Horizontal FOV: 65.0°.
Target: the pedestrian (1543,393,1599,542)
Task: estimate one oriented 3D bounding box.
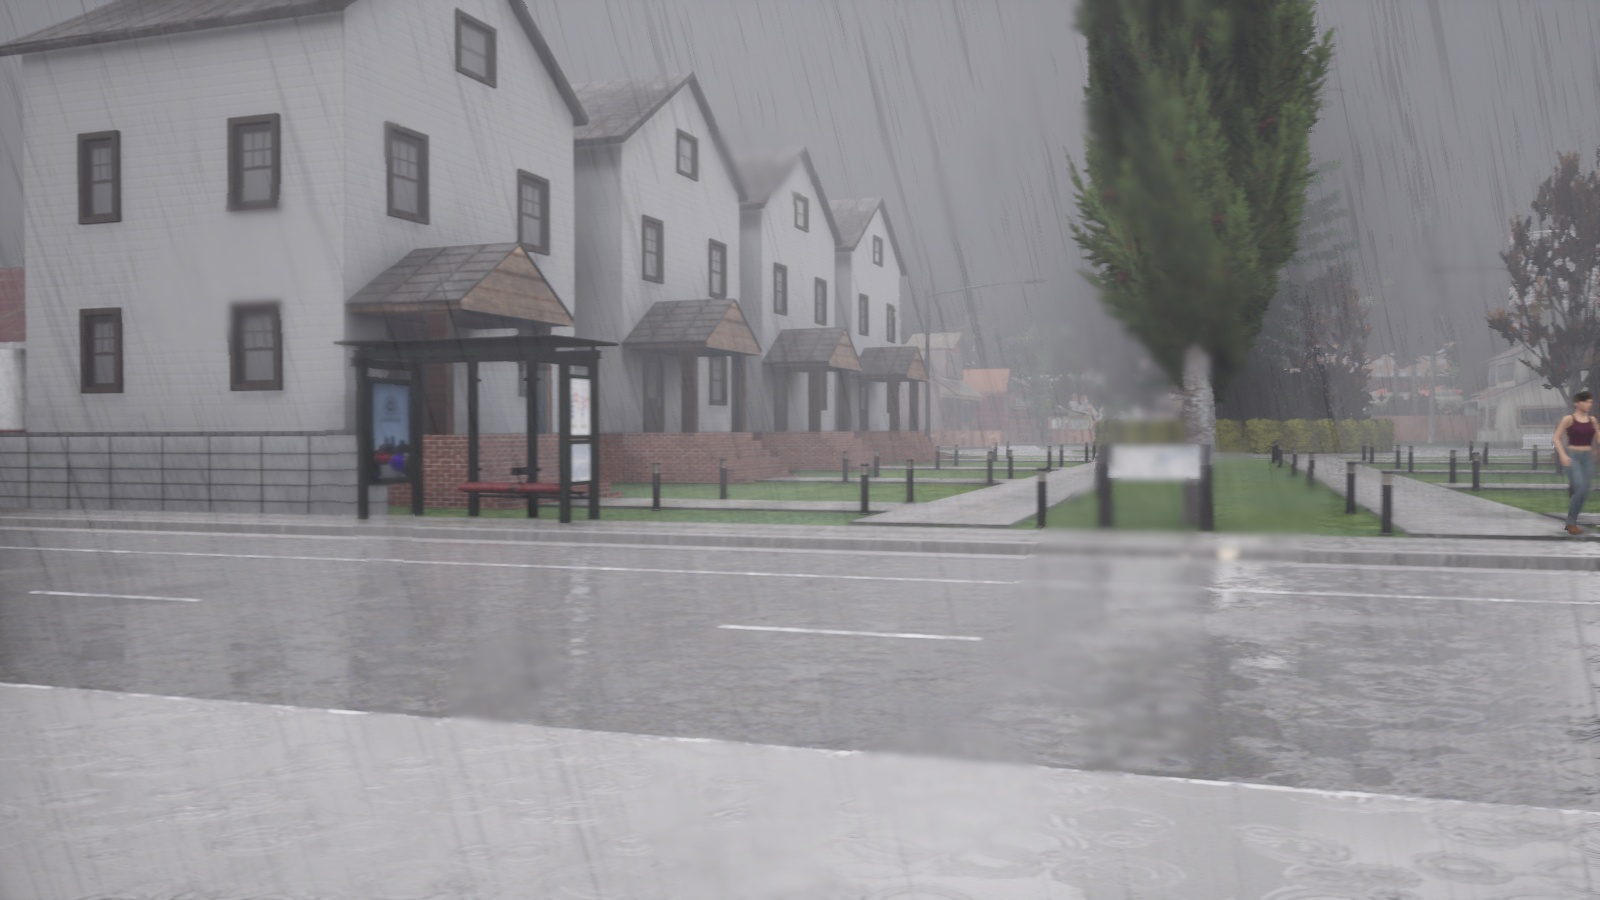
[{"bbox_3d":[9.775,0.214,15.864,0.345,1.836,0.594,0,1,-8],"label":"pedestrian"}]
